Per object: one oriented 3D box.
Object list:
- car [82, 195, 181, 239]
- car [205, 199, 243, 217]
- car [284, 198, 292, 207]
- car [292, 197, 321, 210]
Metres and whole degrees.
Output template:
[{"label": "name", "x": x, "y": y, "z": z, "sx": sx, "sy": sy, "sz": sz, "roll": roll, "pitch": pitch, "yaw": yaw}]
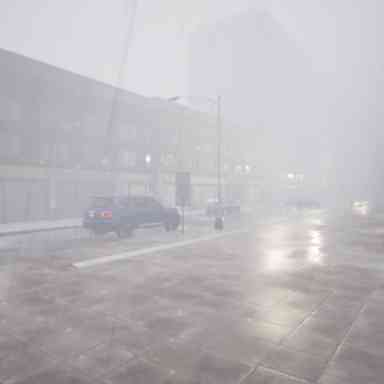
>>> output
[{"label": "car", "x": -2.958, "y": 1.156, "z": 17.403, "sx": 2.150, "sy": 2.045, "sz": 5.566, "roll": 0, "pitch": 0, "yaw": 38}, {"label": "car", "x": 3.019, "y": 1.398, "z": 30.463, "sx": 1.837, "sy": 1.490, "sz": 4.892, "roll": 0, "pitch": 0, "yaw": 35}, {"label": "car", "x": 14.481, "y": 1.507, "z": 46.394, "sx": 1.895, "sy": 1.301, "sz": 4.718, "roll": 0, "pitch": 0, "yaw": 35}, {"label": "car", "x": 14.784, "y": 1.376, "z": 41.899, "sx": 2.128, "sy": 1.511, "sz": 4.902, "roll": 0, "pitch": 0, "yaw": 35}]
